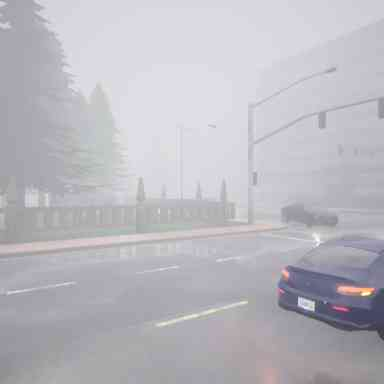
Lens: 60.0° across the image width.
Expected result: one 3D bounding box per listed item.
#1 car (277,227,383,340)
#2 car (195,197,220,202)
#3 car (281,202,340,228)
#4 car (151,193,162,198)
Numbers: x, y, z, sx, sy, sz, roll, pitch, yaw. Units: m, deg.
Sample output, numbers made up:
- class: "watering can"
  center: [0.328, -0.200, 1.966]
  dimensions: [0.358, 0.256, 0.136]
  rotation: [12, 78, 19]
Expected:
- class: "car"
  center: [3.609, 1.526, 6.341]
  dimensions: [4.674, 1.442, 1.812]
  rotation: [0, 0, -35]
- class: "car"
  center: [1.783, 1.297, 33.903]
  dimensions: [2.097, 1.767, 4.553]
  rotation: [0, 0, -31]
- class: "car"
  center: [7.790, 1.447, 22.266]
  dimensions: [1.882, 1.535, 5.008]
  rotation: [1, 1, -11]
- class: "car"
  center: [-5.949, 1.168, 58.922]
  dimensions: [2.150, 2.045, 5.566]
  rotation: [0, 0, 1]
